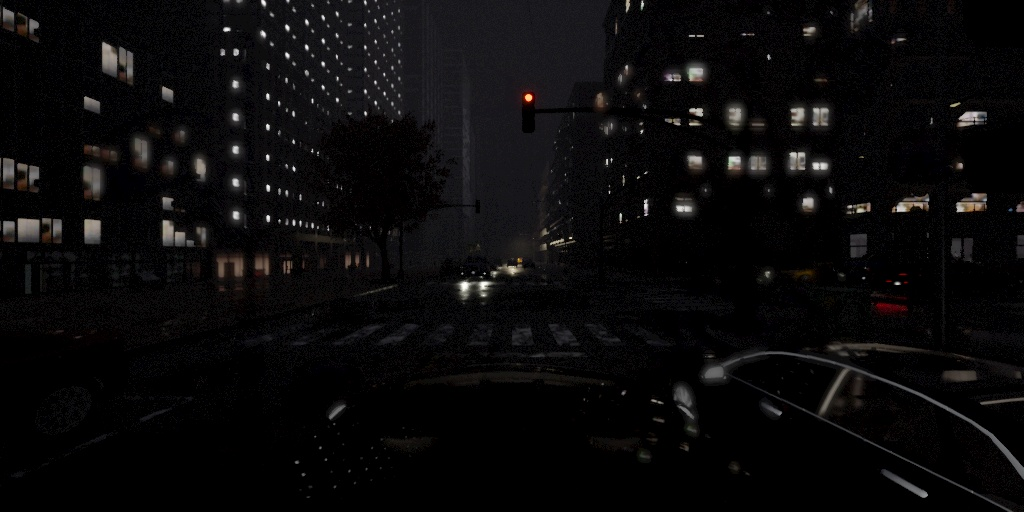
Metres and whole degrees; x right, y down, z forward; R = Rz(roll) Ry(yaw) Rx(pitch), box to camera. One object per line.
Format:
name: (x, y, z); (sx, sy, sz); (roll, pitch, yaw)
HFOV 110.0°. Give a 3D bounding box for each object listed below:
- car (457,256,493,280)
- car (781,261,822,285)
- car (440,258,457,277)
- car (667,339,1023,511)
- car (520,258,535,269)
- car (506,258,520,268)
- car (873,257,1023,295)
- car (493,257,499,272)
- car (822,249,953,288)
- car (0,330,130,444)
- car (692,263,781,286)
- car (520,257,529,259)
car: (-3.089, 0.983, 31.369); (2.150, 2.045, 5.566); (0, 0, 0)
car: (18.841, 0.993, 22.061); (4.829, 1.417, 1.751); (0, 0, -1)
car: (-5.676, 1.079, 34.990); (2.192, 1.841, 5.009); (0, 0, 0)
car: (2.689, 1.300, 2.598); (2.007, 1.370, 4.403); (0, 0, 0)
car: (2.716, 1.349, 57.077); (1.948, 1.339, 4.313); (0, 0, 0)
car: (0.028, 1.284, 64.309); (2.128, 1.511, 4.902); (0, 0, 0)
car: (19.896, 0.962, 16.289); (4.892, 1.490, 1.837); (-1, 0, 0)
car: (-3.073, 1.252, 48.035); (1.882, 1.535, 5.008); (0, 0, 0)
car: (20.710, 0.666, 19.490); (5.566, 2.045, 2.150); (-1, 0, -1)
car: (-5.692, 1.295, 2.602); (1.888, 1.381, 4.507); (0, 0, 0)
car: (13.444, 1.095, 22.009); (4.403, 1.370, 2.007); (0, 0, -1)
car: (2.718, 1.315, 62.769); (1.751, 1.417, 4.829); (0, 0, 0)
